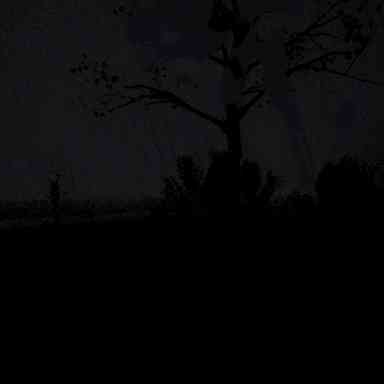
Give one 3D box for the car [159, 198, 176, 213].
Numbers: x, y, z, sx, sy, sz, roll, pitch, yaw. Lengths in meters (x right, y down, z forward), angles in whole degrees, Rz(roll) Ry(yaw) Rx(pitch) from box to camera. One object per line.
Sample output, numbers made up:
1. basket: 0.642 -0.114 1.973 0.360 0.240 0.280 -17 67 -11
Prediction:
1. car: -2.005 1.431 37.126 2.097 1.767 4.553 0 0 35
